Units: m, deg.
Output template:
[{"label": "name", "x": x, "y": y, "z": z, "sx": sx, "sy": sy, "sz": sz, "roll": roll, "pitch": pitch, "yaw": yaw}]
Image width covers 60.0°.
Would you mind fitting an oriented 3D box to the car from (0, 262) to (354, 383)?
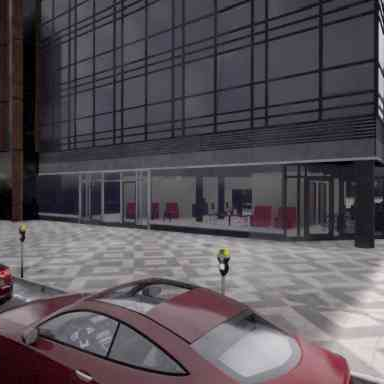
[{"label": "car", "x": -0.593, "y": 1.582, "z": 3.377, "sx": 4.206, "sy": 1.307, "sz": 1.802, "roll": 0, "pitch": 0, "yaw": 35}]
